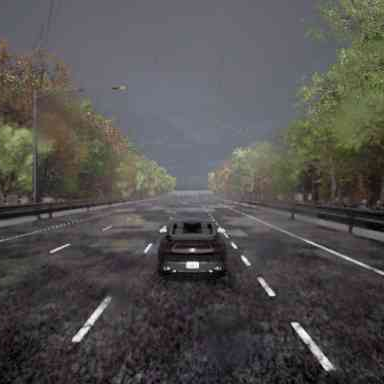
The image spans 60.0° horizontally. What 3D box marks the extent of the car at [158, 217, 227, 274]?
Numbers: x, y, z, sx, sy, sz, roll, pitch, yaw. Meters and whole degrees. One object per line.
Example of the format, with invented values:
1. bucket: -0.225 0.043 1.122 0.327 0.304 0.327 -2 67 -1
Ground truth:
1. car: 0.010 1.567 10.472 1.837 1.490 4.892 0 -1 0
